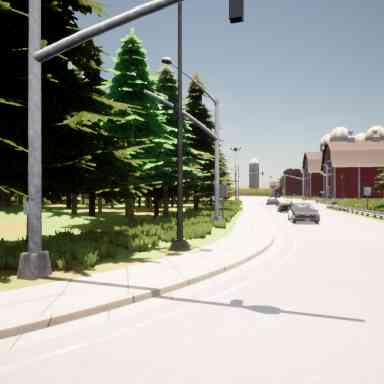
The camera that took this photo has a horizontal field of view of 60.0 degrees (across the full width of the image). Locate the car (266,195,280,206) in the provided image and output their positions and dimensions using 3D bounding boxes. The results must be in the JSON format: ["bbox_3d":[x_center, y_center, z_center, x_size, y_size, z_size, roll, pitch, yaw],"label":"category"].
[{"bbox_3d":[13.442,1.564,55.441,1.994,1.385,4.181,0,0,9],"label":"car"}]

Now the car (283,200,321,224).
[{"bbox_3d":[8.388,1.547,25.329,2.033,1.411,5.357,0,0,10],"label":"car"}]

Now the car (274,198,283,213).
[{"bbox_3d":[10.430,1.601,36.641,1.895,1.301,4.718,0,0,10],"label":"car"}]
